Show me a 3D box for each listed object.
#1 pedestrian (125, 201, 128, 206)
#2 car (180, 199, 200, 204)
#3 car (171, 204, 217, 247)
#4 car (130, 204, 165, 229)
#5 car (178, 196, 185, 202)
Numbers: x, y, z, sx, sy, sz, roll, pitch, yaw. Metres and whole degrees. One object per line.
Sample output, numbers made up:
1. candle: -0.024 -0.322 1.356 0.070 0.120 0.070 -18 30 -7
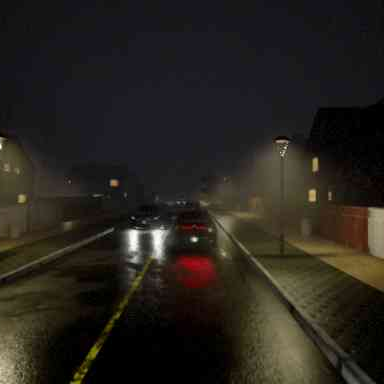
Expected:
1. pedestrian: -9.931 1.539 50.459 0.375 1.860 0.375 0 -2 5
2. car: 0.088 1.589 29.984 2.033 1.411 5.357 0 0 0
3. car: 0.094 1.519 14.980 1.837 1.490 4.892 0 0 0
4. car: -2.856 1.549 22.197 1.812 1.442 4.674 0 0 0
5. car: -2.786 1.841 88.660 1.837 1.490 4.892 0 0 0
